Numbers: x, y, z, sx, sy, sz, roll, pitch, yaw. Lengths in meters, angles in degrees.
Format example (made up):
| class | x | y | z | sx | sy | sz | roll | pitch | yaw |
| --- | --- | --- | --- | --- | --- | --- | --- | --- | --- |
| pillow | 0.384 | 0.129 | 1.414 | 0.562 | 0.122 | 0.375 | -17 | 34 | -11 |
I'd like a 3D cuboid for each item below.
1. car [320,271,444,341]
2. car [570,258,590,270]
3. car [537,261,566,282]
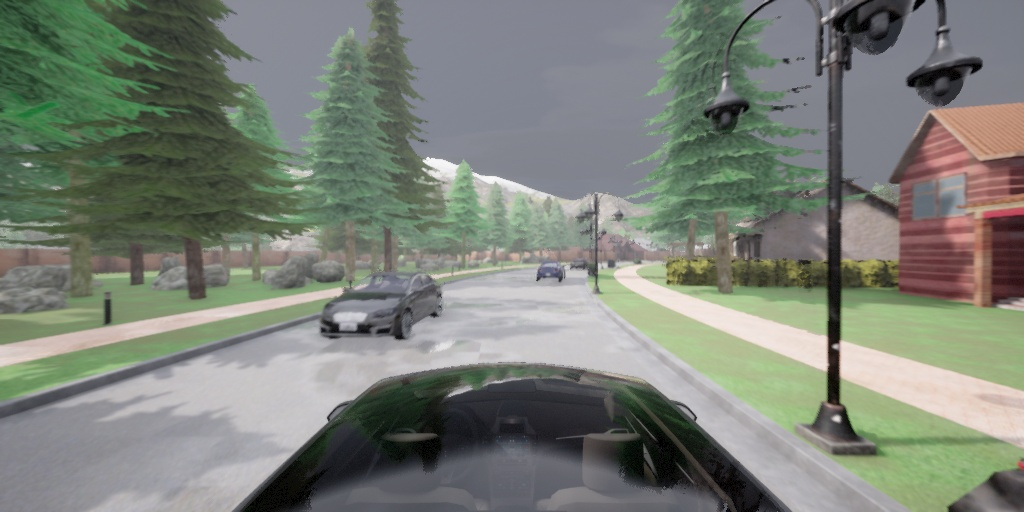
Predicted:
| class | x | y | z | sx | sy | sz | roll | pitch | yaw |
| --- | --- | --- | --- | --- | --- | --- | --- | --- | --- |
| car | -3.234 | 1.180 | 9.839 | 2.128 | 1.511 | 4.902 | 0 | 0 | 3 |
| car | 8.616 | 0.931 | 44.948 | 2.128 | 1.511 | 4.902 | 0 | 0 | 22 |
| car | 2.982 | 1.092 | 27.031 | 1.812 | 1.442 | 4.674 | 0 | 1 | 12 |
